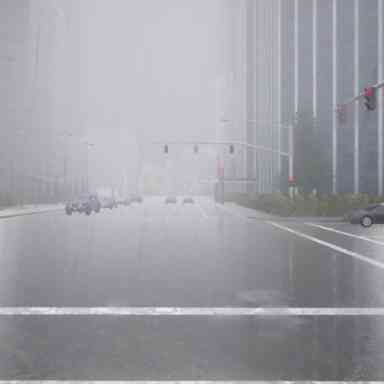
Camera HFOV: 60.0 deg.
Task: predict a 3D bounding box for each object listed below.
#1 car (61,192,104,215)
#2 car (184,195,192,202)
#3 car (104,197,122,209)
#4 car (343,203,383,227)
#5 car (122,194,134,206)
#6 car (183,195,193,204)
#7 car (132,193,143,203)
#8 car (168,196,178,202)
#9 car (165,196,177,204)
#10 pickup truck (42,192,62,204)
[{"bbox_3d":[-11.101,1.221,34.272,2.150,2.045,5.566,0,0,0],"label":"car"},{"bbox_3d":[-0.854,1.387,75.632,1.882,1.535,5.008,0,0,0],"label":"car"},{"bbox_3d":[-11.173,1.491,44.259,2.128,1.511,4.902,0,0,0],"label":"car"},{"bbox_3d":[12.626,1.505,22.122,4.892,1.490,1.837,0,0,0],"label":"car"},{"bbox_3d":[-11.247,1.526,54.365,1.812,1.442,4.674,0,0,0],"label":"car"},{"bbox_3d":[-0.766,1.526,65.381,1.812,1.442,4.674,0,0,0],"label":"car"},{"bbox_3d":[-11.295,1.219,67.250,2.150,2.045,5.566,0,0,0],"label":"car"},{"bbox_3d":[-4.350,1.540,75.301,2.033,1.411,5.357,0,0,0],"label":"car"},{"bbox_3d":[-4.163,1.601,65.041,1.895,1.301,4.718,0,0,0],"label":"car"},{"bbox_3d":[-24.342,1.059,60.073,2.390,2.098,6.274,0,0,30],"label":"pickup truck"}]
